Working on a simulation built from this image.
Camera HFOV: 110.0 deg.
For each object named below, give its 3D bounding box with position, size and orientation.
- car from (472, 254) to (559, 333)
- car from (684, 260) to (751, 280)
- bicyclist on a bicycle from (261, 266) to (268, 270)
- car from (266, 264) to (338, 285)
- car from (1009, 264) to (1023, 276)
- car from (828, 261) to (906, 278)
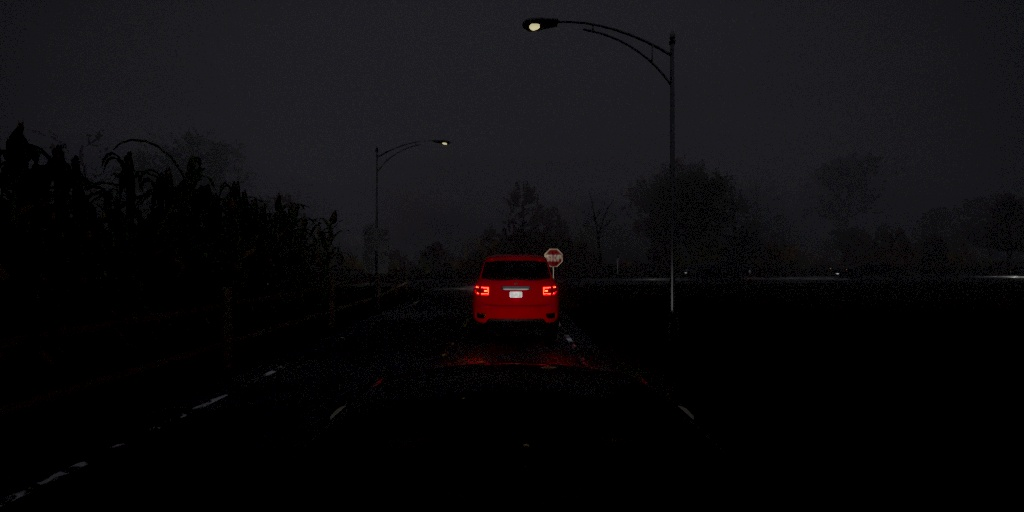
[{"bbox_3d":[0.095,0.971,10.833,2.150,2.045,5.566,0,0,0],"label":"car"},{"bbox_3d":[16.546,1.084,29.000,4.902,1.511,2.128,0,0,1],"label":"car"},{"bbox_3d":[-22.471,1.346,32.472,0.582,1.620,1.656,0,0,1],"label":"bicyclist on a bicycle"},{"bbox_3d":[-15.456,1.340,26.419,5.008,1.535,1.882,0,0,1],"label":"car"},{"bbox_3d":[42.825,0.926,28.658,4.181,1.385,1.994,0,0,1],"label":"car"},{"bbox_3d":[28.448,1.091,28.859,4.718,1.301,1.895,-1,0,1],"label":"car"}]
